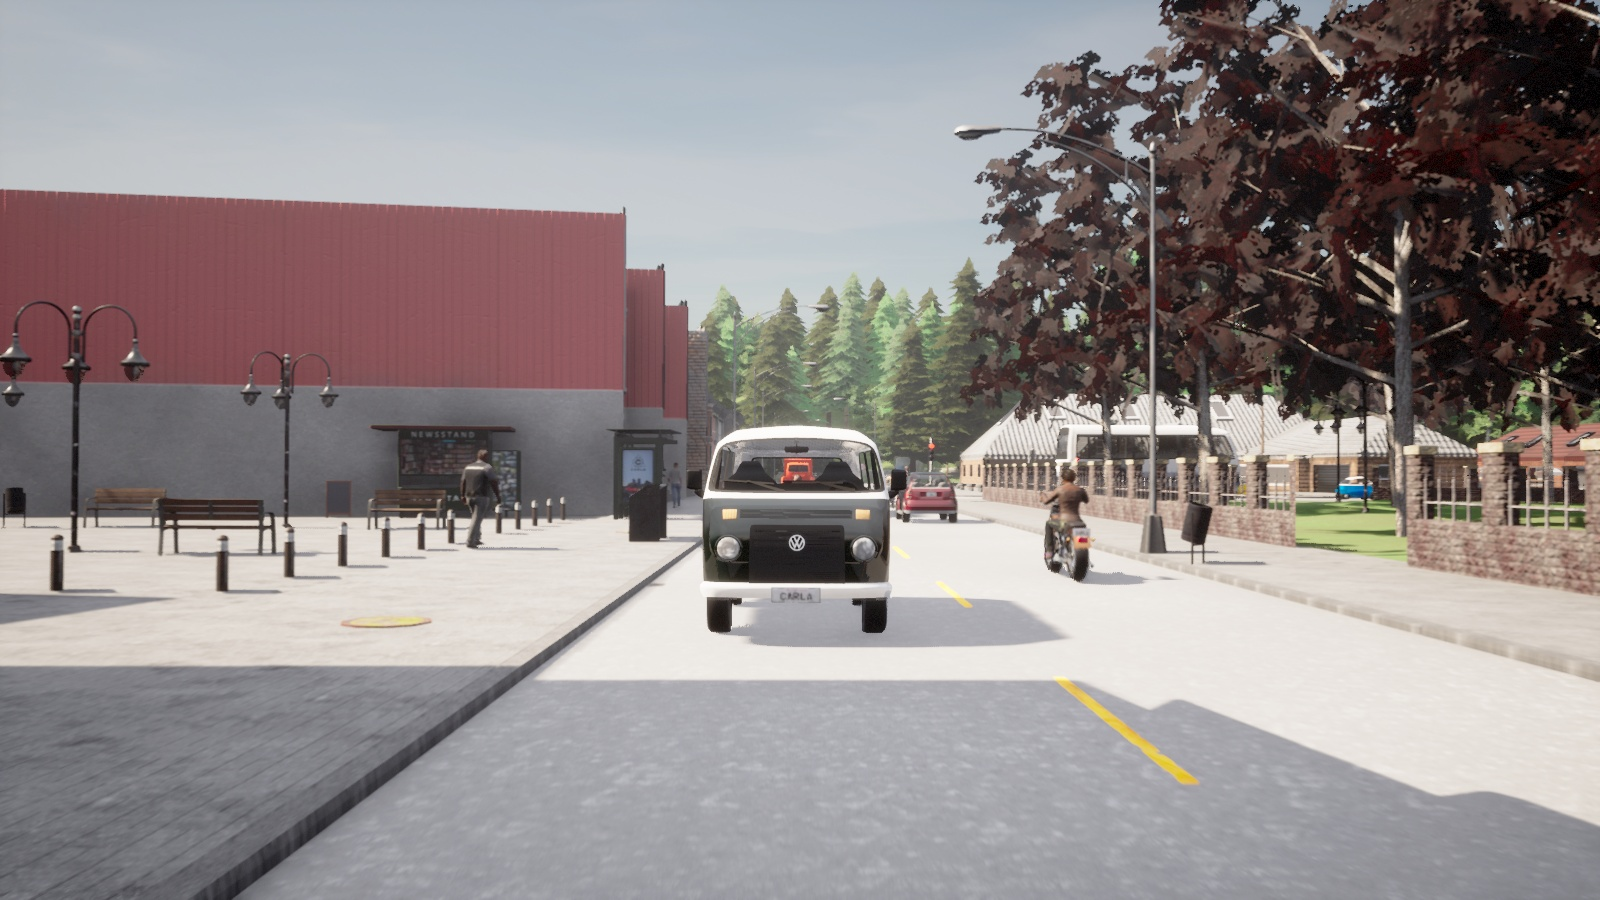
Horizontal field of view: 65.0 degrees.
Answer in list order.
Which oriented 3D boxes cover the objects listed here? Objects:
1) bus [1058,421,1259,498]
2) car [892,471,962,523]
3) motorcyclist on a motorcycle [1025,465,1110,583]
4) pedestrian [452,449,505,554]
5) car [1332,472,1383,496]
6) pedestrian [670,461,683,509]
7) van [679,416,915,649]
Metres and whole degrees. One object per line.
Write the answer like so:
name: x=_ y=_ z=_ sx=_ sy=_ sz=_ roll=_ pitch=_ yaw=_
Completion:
bus: x=20.340 y=0.558 z=71.760 sx=10.273 sy=4.253 sz=3.944 roll=0 pitch=-1 yaw=-2
car: x=3.939 y=1.438 z=39.464 sx=1.789 sy=1.549 sz=3.705 roll=0 pitch=-1 yaw=0
motorcyclist on a motorcycle: x=3.962 y=1.064 z=18.785 sx=0.766 sy=1.649 sz=2.350 roll=0 pitch=-1 yaw=0
pedestrian: x=-5.899 y=0.934 z=23.083 sx=0.563 sy=1.883 sz=0.849 roll=-1 pitch=-1 yaw=20
car: x=31.866 y=1.944 z=71.791 sx=2.207 sy=1.376 sz=1.481 roll=-1 pitch=-1 yaw=-1
pedestrian: x=-4.841 y=1.369 z=49.299 sx=0.354 sy=1.836 sz=0.706 roll=0 pitch=-1 yaw=6
van: x=-0.032 y=0.761 z=13.304 sx=2.069 sy=2.038 sz=4.480 roll=0 pitch=-1 yaw=0
